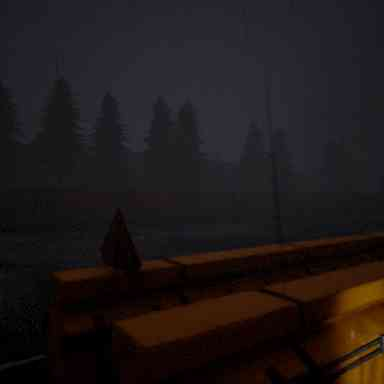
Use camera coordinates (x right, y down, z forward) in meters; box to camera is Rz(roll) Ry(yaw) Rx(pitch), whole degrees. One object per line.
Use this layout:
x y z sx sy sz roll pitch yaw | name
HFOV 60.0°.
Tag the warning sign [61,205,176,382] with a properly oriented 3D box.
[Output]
-1.016 1.133 4.435 1.060 1.860 1.300 1 0 -36 | warning sign
